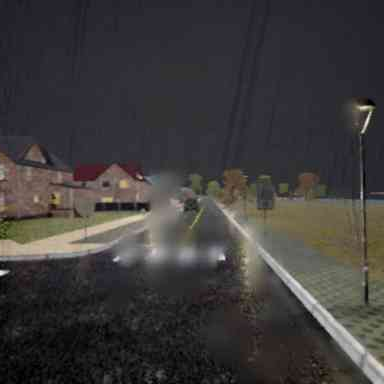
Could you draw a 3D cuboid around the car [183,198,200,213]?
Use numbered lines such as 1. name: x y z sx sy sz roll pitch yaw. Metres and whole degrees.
1. car: -0.071 1.960 49.011 2.150 2.045 5.566 -1 -1 3
